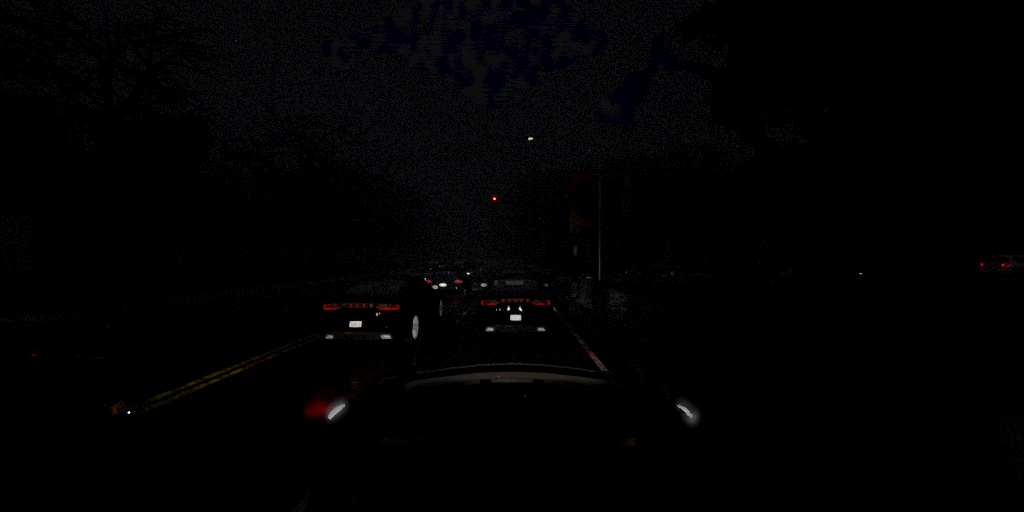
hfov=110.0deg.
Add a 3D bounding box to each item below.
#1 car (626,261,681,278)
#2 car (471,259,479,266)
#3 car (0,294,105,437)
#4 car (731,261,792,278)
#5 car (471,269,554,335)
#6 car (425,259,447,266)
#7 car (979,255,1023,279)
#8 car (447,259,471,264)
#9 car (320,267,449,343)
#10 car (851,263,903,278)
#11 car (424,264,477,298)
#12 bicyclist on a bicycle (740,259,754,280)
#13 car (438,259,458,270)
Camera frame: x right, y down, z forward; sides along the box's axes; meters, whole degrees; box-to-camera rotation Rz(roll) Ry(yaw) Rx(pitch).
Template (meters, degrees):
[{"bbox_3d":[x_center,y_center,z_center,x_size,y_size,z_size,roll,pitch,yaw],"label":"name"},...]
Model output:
[{"bbox_3d":[13.133,1.232,33.446,4.902,1.511,2.128,0,0,0],"label":"car"},{"bbox_3d":[-6.682,1.349,55.364,1.994,1.385,4.181,0,0,0],"label":"car"},{"bbox_3d":[-6.601,1.256,2.557,1.837,1.490,4.892,0,0,0],"label":"car"},{"bbox_3d":[23.200,1.207,33.448,5.008,1.535,1.882,0,0,0],"label":"car"},{"bbox_3d":[0.080,1.229,10.492,1.882,1.535,5.008,0,0,0],"label":"car"},{"bbox_3d":[-9.924,1.301,45.758,1.812,1.442,4.674,0,0,-1],"label":"car"},{"bbox_3d":[43.540,0.940,30.554,5.566,2.045,2.150,0,0,0],"label":"car"},{"bbox_3d":[-6.673,1.301,45.502,1.812,1.442,4.674,0,0,0],"label":"car"},{"bbox_3d":[-3.169,1.229,9.744,1.882,1.535,5.008,0,0,0],"label":"car"},{"bbox_3d":[34.735,1.321,33.447,4.718,1.301,1.895,0,0,0],"label":"car"},{"bbox_3d":[-3.200,1.319,18.682,1.994,1.385,4.181,0,0,0],"label":"car"},{"bbox_3d":[18.086,1.039,27.588,0.582,1.620,1.656,0,0,0],"label":"bicyclist on a bicycle"},{"bbox_3d":[-9.926,1.277,55.865,2.128,1.511,4.902,0,0,0],"label":"car"}]
